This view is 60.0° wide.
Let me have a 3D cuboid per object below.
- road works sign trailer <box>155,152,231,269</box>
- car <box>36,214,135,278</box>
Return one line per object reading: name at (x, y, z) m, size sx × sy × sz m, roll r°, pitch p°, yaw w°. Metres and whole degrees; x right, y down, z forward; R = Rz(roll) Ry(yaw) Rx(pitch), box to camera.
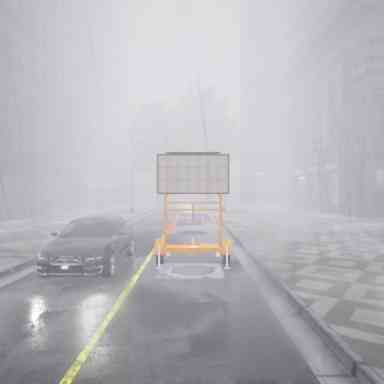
road works sign trailer at (0.035, 0.466, 11.139) m, size 2.380 × 3.560 × 2.880 m, roll 0°, pitch 0°, yaw 0°
car at (-2.971, 1.506, 10.213) m, size 1.837 × 1.490 × 4.892 m, roll 0°, pitch 0°, yaw 0°
